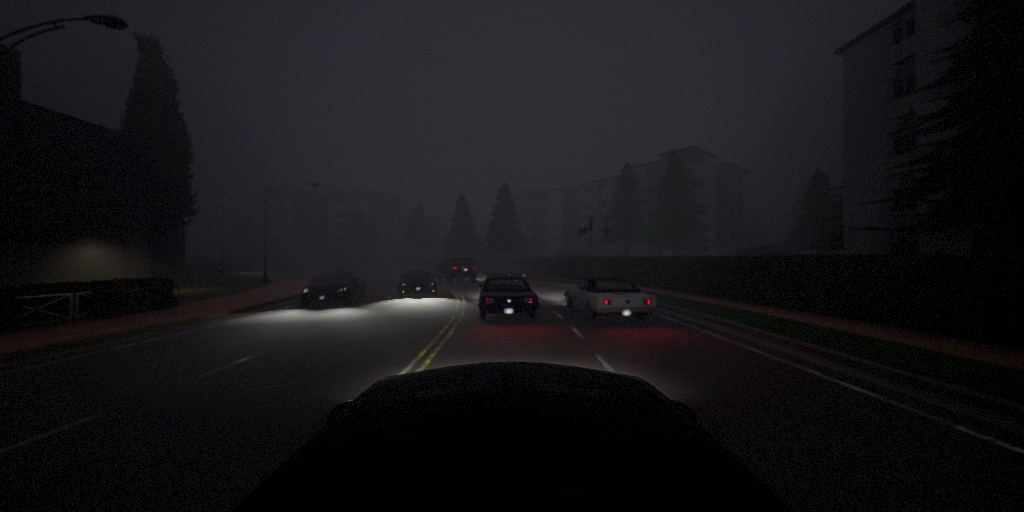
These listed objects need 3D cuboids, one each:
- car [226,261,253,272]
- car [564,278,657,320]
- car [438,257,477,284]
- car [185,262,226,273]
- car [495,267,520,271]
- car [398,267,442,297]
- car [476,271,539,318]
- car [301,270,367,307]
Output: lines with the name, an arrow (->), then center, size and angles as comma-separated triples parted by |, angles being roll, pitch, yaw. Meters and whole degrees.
car -> -39.807, 1.534, 51.464 | 5.008, 1.535, 1.882 | 0, 0, 9
car -> 3.247, 1.419, 12.921 | 1.895, 1.301, 4.718 | 0, 0, -5
car -> -4.628, 1.141, 29.307 | 2.150, 2.045, 5.566 | 0, -1, -25
car -> -41.746, 1.638, 48.222 | 4.718, 1.301, 1.895 | 0, 0, 6
car -> -0.561, 1.516, 28.676 | 1.895, 1.301, 4.718 | 0, 0, -23
car -> -5.102, 1.423, 19.546 | 1.994, 1.385, 4.181 | 0, 0, -15
car -> -0.283, 1.422, 13.299 | 1.895, 1.301, 4.718 | 0, 0, -5
car -> -7.906, 1.366, 16.350 | 1.812, 1.442, 4.674 | 0, 0, -11
